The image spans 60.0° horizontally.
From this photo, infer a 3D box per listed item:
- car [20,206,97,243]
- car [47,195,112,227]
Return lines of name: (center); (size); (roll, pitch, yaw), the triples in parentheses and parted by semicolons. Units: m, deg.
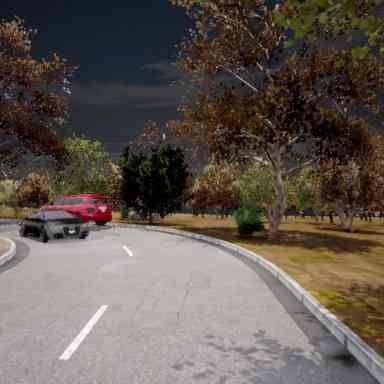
car: (-6.704, 1.566, 16.093); (4.181, 1.385, 1.994); (0, -1, 45)
car: (-7.838, 1.249, 21.981); (5.566, 2.045, 2.150); (0, -1, 31)
